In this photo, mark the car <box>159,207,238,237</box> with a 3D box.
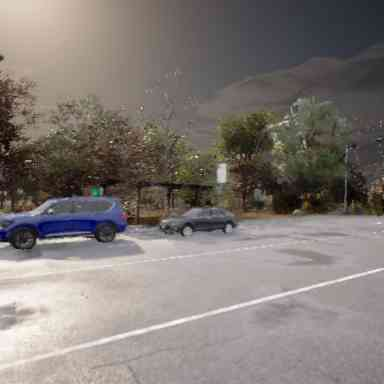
[{"bbox_3d":[0.471,1.620,18.942,4.892,1.490,1.837,1,0,-35],"label":"car"}]

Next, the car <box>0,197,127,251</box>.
[{"bbox_3d":[-5.630,1.261,14.693,5.566,2.045,2.150,0,0,-35],"label":"car"}]
